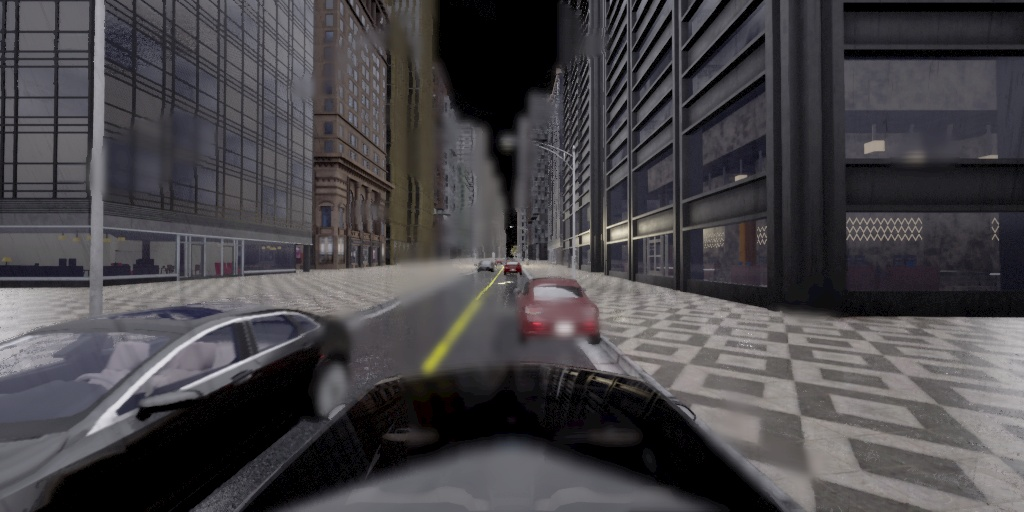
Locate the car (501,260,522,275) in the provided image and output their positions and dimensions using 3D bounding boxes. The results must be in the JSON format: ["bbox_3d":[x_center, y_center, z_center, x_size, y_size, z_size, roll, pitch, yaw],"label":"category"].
[{"bbox_3d":[0.087,1.238,38.830,1.882,1.535,5.008,0,0,0],"label":"car"}]

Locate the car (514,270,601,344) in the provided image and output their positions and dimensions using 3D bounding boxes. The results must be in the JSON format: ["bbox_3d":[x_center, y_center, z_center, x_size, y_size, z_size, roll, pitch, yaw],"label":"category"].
[{"bbox_3d":[1.050,1.278,9.428,1.812,1.442,4.674,0,0,0],"label":"car"}]

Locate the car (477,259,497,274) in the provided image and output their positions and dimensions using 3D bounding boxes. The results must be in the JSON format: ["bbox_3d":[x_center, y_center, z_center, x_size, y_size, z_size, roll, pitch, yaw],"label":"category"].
[{"bbox_3d":[-3.095,1.239,42.715,1.882,1.535,5.008,0,0,0],"label":"car"}]

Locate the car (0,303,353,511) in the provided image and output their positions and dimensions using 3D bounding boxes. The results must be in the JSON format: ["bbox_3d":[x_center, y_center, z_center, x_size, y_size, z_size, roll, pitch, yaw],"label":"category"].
[{"bbox_3d":[-3.100,1.242,3.004,2.128,1.511,4.902,0,0,0],"label":"car"}]
